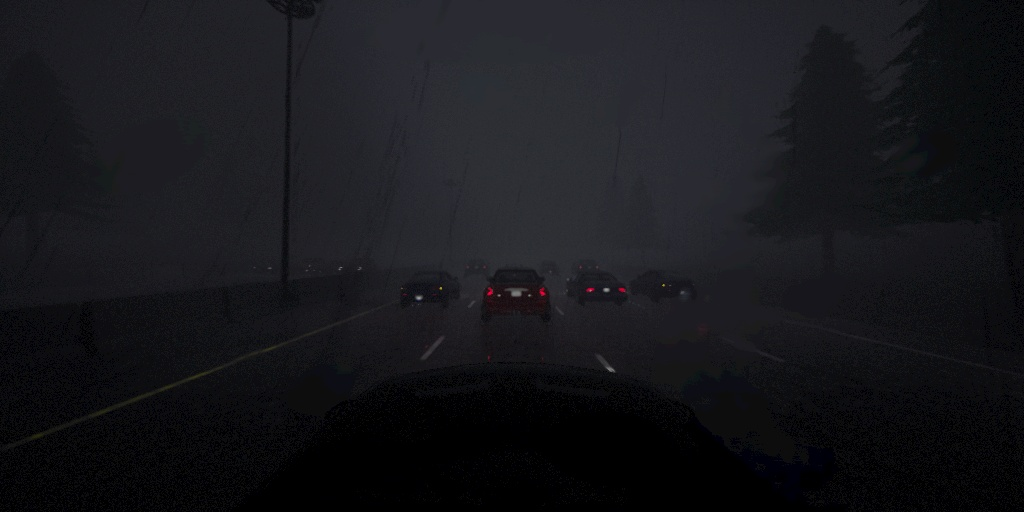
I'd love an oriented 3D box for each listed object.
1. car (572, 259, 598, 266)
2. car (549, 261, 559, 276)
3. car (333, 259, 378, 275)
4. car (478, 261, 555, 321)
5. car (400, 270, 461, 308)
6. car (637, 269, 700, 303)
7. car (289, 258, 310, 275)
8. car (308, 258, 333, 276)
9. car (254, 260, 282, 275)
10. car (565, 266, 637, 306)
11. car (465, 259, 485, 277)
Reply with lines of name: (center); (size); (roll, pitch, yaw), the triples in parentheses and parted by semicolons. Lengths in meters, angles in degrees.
car: (7.208, 1.093, 35.546); (2.097, 1.767, 4.553); (0, 0, 0)
car: (3.713, 1.225, 36.996); (1.837, 1.490, 4.892); (0, 1, 0)
car: (-13.995, 1.047, 32.865); (2.097, 1.767, 4.553); (0, 0, 0)
car: (0.135, 1.148, 12.793); (2.097, 1.767, 4.553); (0, 0, 0)
car: (-3.360, 1.314, 15.284); (1.812, 1.442, 4.674); (0, 0, 0)
car: (7.142, 1.349, 17.123); (1.812, 1.442, 4.674); (0, 0, 0)
car: (-20.969, 0.986, 37.367); (2.097, 1.767, 4.553); (0, 1, 0)
car: (-17.486, 1.171, 35.136); (1.837, 1.490, 4.892); (0, 1, 0)
car: (-24.471, 1.150, 37.261); (1.812, 1.442, 4.674); (0, 1, 0)
car: (3.641, 1.359, 16.288); (2.033, 1.411, 5.357); (0, 0, 0)
car: (-3.294, 1.063, 35.160); (2.097, 1.767, 4.553); (0, 0, 0)
